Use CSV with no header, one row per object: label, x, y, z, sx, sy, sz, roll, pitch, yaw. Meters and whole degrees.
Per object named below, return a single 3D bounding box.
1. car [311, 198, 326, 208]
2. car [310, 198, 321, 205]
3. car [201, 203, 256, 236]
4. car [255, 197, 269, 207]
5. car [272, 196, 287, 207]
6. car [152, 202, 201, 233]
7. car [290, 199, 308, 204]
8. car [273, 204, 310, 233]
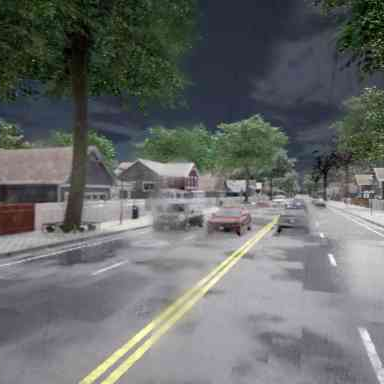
car,22.393,2.086,58.356,1.895,1.301,4.718,0,0,19
car,28.682,2.209,77.375,2.033,1.411,5.357,0,0,19
car,2.297,1.605,19.552,1.882,1.535,5.008,0,0,19
car,12.990,1.798,61.329,2.097,1.767,4.553,0,0,19
car,15.383,1.666,58.266,2.150,2.045,5.566,0,0,19
car,-0.728,1.469,20.749,2.097,1.767,4.553,0,0,19
car,13.665,1.680,42.571,2.097,1.767,4.553,0,0,19
car,6.416,1.707,20.994,2.033,1.411,5.357,0,0,19
